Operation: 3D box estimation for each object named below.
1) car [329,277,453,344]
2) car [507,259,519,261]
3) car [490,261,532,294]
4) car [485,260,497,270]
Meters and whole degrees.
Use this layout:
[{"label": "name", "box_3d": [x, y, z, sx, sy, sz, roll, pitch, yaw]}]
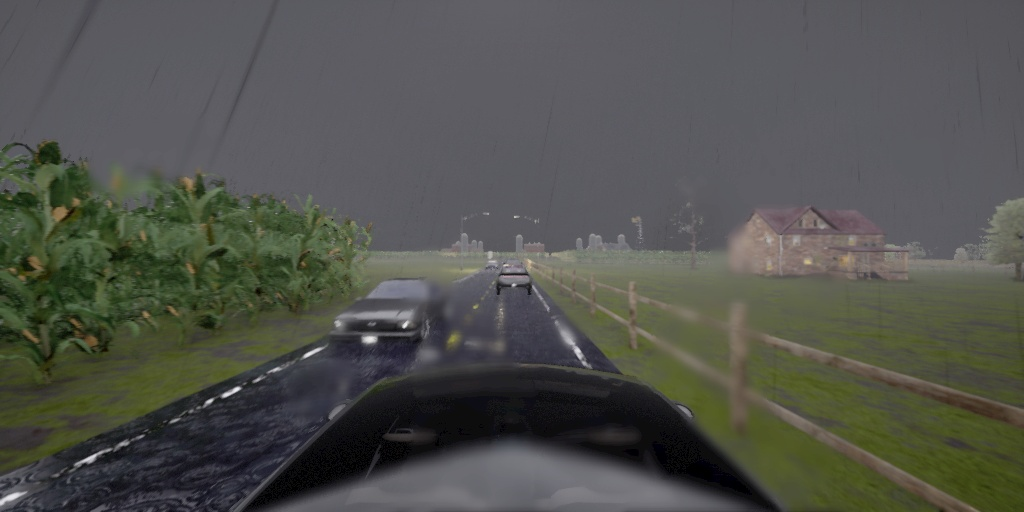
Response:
[{"label": "car", "box_3d": [-2.851, 1.297, 9.873, 2.033, 1.411, 5.357, 0, 0, 0]}, {"label": "car", "box_3d": [0.095, 1.081, 39.192, 2.097, 1.767, 4.553, 0, 0, 0]}, {"label": "car", "box_3d": [0.099, 1.237, 20.013, 2.128, 1.511, 4.902, 0, 0, 0]}, {"label": "car", "box_3d": [-2.817, 1.259, 52.187, 2.033, 1.411, 5.357, 0, 0, 1]}]
